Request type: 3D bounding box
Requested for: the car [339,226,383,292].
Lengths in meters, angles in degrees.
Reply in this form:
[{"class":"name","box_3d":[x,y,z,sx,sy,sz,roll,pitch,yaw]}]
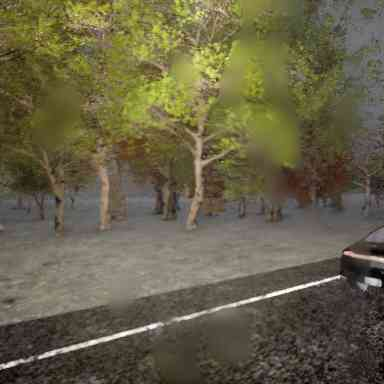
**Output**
[{"class":"car","box_3d":[5.402,1.489,7.718,4.902,1.511,2.128,0,0,-35]}]
